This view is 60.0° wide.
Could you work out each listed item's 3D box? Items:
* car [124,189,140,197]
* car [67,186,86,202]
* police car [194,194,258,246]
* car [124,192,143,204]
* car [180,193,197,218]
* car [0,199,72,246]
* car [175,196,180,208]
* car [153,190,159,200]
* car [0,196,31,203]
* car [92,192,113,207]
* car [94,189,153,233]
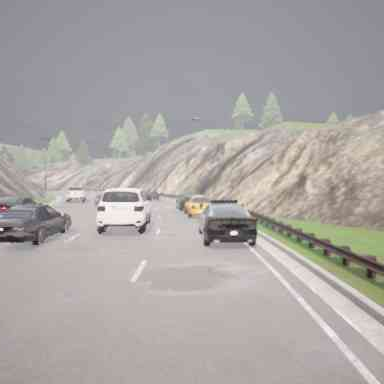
[{"bbox_3d":[-11.506,0.146,63.460,1.994,1.385,4.181,-1,1,-26],"label":"car"},{"bbox_3d":[-15.348,0.231,44.103,2.150,2.045,5.566,0,1,-17],"label":"car"},{"bbox_3d":[1.302,1.116,13.737,1.930,1.638,5.238,0,1,-2],"label":"police car"},{"bbox_3d":[-7.350,0.671,41.564,1.895,1.301,4.718,0,1,-15],"label":"car"},{"bbox_3d":[0.478,0.918,23.989,1.801,1.575,5.366,0,1,-7],"label":"car"},{"bbox_3d":[-6.567,1.241,13.550,2.033,1.411,5.357,0,1,-4],"label":"car"},{"bbox_3d":[-0.347,0.837,29.866,1.837,1.490,4.892,0,1,-9],"label":"car"},{"bbox_3d":[-6.197,0.382,49.613,2.128,1.511,4.902,0,1,-19],"label":"car"},{"bbox_3d":[-10.725,1.042,20.520,1.837,1.490,4.892,0,1,-6],"label":"car"},{"bbox_3d":[-9.514,0.747,35.716,2.033,1.411,5.357,0,1,-13],"label":"car"},{"bbox_3d":[-3.322,0.841,16.923,2.150,2.045,5.566,0,1,-4],"label":"car"}]
